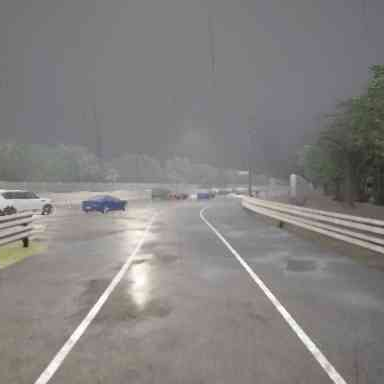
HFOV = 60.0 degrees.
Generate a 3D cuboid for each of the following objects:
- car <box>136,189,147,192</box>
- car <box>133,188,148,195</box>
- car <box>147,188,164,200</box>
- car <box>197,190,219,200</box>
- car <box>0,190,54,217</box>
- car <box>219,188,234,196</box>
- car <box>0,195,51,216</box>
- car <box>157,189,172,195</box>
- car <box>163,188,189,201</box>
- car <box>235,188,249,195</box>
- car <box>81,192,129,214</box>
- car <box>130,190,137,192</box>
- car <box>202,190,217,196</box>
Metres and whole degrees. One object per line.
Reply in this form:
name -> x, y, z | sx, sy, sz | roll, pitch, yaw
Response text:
car -> -9.550, 0.367, 71.773 | 1.812, 1.442, 4.674 | 0, 1, 21
car -> -13.893, -0.067, 90.015 | 2.097, 1.767, 4.553 | 0, 1, 21
car -> -4.760, 0.303, 54.837 | 2.150, 2.045, 5.566 | 0, 1, 21
car -> 2.374, 0.516, 53.899 | 1.882, 1.535, 5.008 | 0, 1, 21
car -> -12.687, 0.865, 24.221 | 2.150, 2.045, 5.566 | 0, 1, 21
car -> 7.514, -0.032, 77.347 | 2.097, 1.767, 4.553 | 0, 1, 21
car -> -14.758, 1.071, 28.614 | 1.882, 1.535, 5.008 | 0, 1, 21
car -> -7.242, 0.062, 87.814 | 1.837, 1.490, 4.892 | 0, 1, 21
car -> -2.124, 0.459, 51.921 | 2.097, 1.767, 4.553 | 0, 1, 21
car -> 12.301, 0.082, 80.121 | 1.994, 1.385, 4.181 | 0, 1, 21
car -> -7.308, 1.012, 28.501 | 1.882, 1.535, 5.008 | 0, 1, 21
car -> -12.826, 0.373, 73.004 | 1.812, 1.442, 4.674 | 0, 1, 21
car -> 4.260, 0.158, 78.635 | 2.033, 1.411, 5.357 | 0, 1, 21
